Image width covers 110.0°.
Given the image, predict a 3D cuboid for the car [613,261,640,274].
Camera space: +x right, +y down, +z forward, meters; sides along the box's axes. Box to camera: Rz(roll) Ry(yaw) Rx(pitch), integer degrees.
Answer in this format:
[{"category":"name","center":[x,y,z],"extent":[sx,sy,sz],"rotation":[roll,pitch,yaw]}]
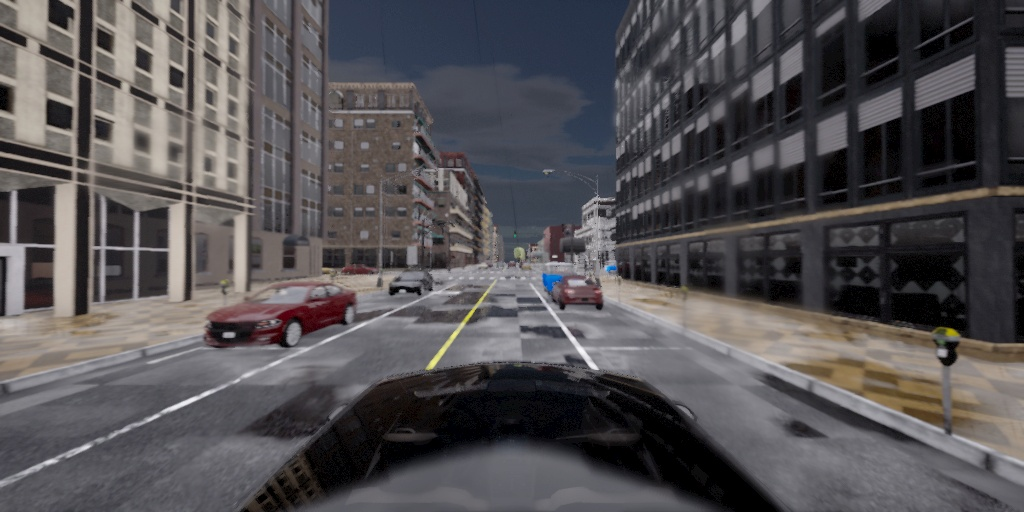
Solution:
[{"category":"car","center":[14.915,1.463,41.688],"extent":[5.009,1.841,2.192],"rotation":[0,0,0]}]

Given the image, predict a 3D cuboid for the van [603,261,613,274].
[{"category":"van","center":[14.892,1.605,50.067],"extent":[3.998,1.789,1.690],"rotation":[0,0,0]}]

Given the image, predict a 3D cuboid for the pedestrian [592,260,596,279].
[{"category":"pedestrian","center":[8.131,1.304,35.503],"extent":[0.375,1.860,0.375],"rotation":[0,-1,0]}]

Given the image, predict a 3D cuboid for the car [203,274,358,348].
[{"category":"car","center":[-5.691,1.364,9.451],"extent":[1.888,1.381,4.507],"rotation":[0,0,0]}]

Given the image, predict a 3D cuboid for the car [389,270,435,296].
[{"category":"car","center":[-5.692,1.488,20.828],"extent":[1.948,1.339,4.313],"rotation":[0,0,0]}]

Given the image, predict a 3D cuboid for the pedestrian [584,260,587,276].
[{"category":"pedestrian","center":[7.131,1.330,34.903],"extent":[0.375,1.860,0.375],"rotation":[0,-1,0]}]

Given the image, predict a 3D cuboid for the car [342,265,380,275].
[{"category":"car","center":[-17.471,1.640,41.608],"extent":[4.207,1.307,1.802],"rotation":[0,0,0]}]

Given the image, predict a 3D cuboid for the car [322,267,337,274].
[{"category":"car","center":[-22.964,1.573,41.594],"extent":[4.829,1.417,1.751],"rotation":[0,0,0]}]

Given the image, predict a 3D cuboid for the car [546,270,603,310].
[{"category":"car","center":[2.656,1.452,15.114],"extent":[1.802,1.307,4.207],"rotation":[0,0,0]}]

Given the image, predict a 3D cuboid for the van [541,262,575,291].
[{"category":"van","center":[2.655,1.262,20.803],"extent":[1.690,1.789,3.998],"rotation":[0,0,0]}]
